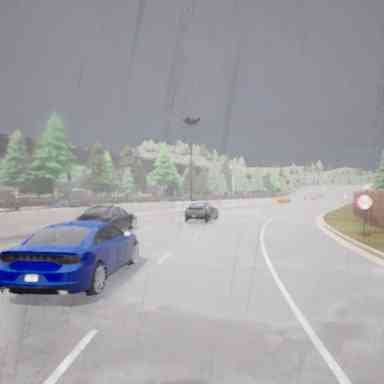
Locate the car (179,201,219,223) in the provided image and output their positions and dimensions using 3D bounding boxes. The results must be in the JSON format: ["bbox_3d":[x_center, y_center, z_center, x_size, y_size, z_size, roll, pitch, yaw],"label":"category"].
[{"bbox_3d":[0.845,1.579,26.524,2.128,1.511,4.902,0,0,17],"label":"car"}]

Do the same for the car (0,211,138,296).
[{"bbox_3d":[-2.813,1.484,8.762,1.882,1.535,5.008,0,0,5],"label":"car"}]

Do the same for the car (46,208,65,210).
[{"bbox_3d":[-12.096,1.501,32.493,2.128,1.511,4.902,0,0,18],"label":"car"}]

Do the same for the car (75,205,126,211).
[{"bbox_3d":[-4.725,1.528,18.999,1.837,1.490,4.892,0,0,11],"label":"car"}]

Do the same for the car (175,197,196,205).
[{"bbox_3d":[-1.228,1.689,63.694,1.882,1.535,5.008,0,0,29],"label":"car"}]
